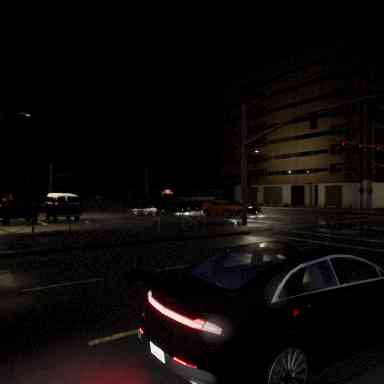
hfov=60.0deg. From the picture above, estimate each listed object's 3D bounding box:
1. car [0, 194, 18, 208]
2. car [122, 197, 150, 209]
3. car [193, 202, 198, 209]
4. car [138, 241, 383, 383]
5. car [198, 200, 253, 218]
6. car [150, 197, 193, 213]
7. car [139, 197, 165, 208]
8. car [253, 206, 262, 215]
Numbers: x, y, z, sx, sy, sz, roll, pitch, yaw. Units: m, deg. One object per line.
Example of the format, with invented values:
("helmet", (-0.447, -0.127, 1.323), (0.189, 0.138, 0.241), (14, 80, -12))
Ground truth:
("car", (-31.359, 1.209, 56.593), (1.932, 1.855, 4.605), (0, 0, -34))
("car", (-8.395, 1.533, 47.691), (1.882, 1.535, 5.008), (0, 0, -34))
("car", (-0.618, 1.656, 42.484), (1.895, 1.301, 4.718), (0, 0, -34))
("car", (1.638, 1.492, 4.908), (4.902, 1.511, 2.128), (0, 0, -34))
("car", (2.985, 1.533, 30.986), (1.882, 1.535, 5.008), (0, 0, -34))
("car", (-2.547, 1.603, 39.098), (2.033, 1.411, 5.357), (0, 0, -34))
("car", (-6.180, 1.560, 50.664), (1.837, 1.490, 4.892), (0, 0, -34))
("car", (4.782, 1.603, 34.563), (2.033, 1.411, 5.357), (0, 0, -34))
